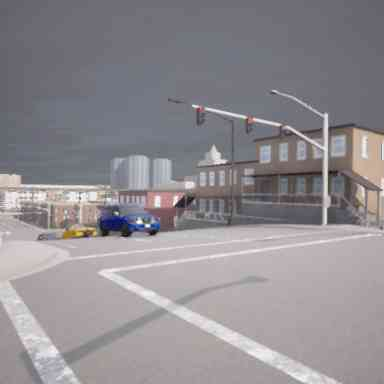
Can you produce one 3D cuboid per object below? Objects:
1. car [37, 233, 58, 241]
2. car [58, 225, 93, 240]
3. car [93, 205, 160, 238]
[{"bbox_3d":[-16.401,5.725,38.366,2.150,2.045,5.566,1,-13,-36],"label":"car"},{"bbox_3d":[-10.156,3.710,29.883,1.882,1.535,5.008,1,-13,-36],"label":"car"},{"bbox_3d":[-4.257,1.885,21.876,2.150,2.045,5.566,1,-5,-36],"label":"car"}]
